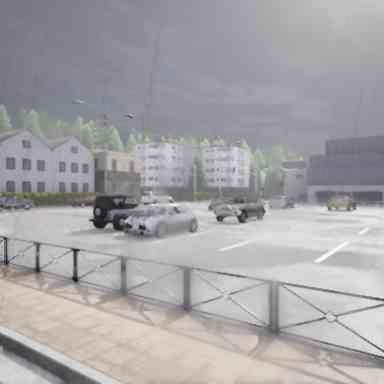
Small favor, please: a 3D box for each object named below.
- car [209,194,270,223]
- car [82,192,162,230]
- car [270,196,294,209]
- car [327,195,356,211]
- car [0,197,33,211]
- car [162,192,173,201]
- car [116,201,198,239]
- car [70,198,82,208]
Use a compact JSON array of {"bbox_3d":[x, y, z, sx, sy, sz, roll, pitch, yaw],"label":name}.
[{"bbox_3d":[3.411,1.085,23.133,1.932,1.855,4.605,0,0,35],"label":"car"},{"bbox_3d":[-3.807,1.060,18.593,1.905,1.878,3.866,0,0,35],"label":"car"},{"bbox_3d":[10.555,1.216,38.968,1.970,1.475,3.806,0,0,35],"label":"car"},{"bbox_3d":[15.988,1.145,35.537,2.152,1.636,5.027,0,0,35],"label":"car"},{"bbox_3d":[-19.518,1.256,35.555,2.128,1.511,4.902,0,0,35],"label":"car"},{"bbox_3d":[-5.225,0.990,49.675,2.150,2.045,5.566,0,0,35],"label":"car"},{"bbox_3d":[-1.441,1.348,16.179,1.970,1.475,3.806,0,0,35],"label":"car"},{"bbox_3d":[-13.597,1.242,43.913,1.882,1.535,5.008,0,0,35],"label":"car"}]
